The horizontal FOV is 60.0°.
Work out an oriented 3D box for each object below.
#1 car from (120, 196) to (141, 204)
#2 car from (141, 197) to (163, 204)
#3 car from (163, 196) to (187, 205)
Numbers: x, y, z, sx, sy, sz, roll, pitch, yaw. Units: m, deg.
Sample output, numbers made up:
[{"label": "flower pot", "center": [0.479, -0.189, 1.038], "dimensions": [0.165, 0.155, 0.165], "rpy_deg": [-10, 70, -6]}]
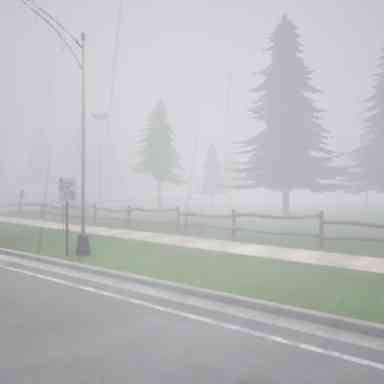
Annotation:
[{"label": "car", "center": [-12.061, 1.529, 66.031], "dimensions": [2.128, 1.511, 4.902], "rpy_deg": [0, 0, 35]}, {"label": "car", "center": [-6.481, 1.574, 61.852], "dimensions": [2.033, 1.411, 5.357], "rpy_deg": [0, 0, 36]}, {"label": "car", "center": [-2.656, 1.550, 61.226], "dimensions": [1.812, 1.442, 4.674], "rpy_deg": [0, 0, 36]}]
